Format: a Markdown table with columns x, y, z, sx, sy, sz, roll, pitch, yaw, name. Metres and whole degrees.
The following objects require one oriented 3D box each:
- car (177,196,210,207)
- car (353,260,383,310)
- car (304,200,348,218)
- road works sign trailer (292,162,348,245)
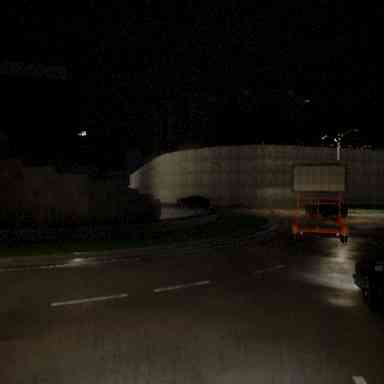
| x | y | z | sx | sy | sz | roll | pitch | yaw | name |
| --- | --- | --- | --- | --- | --- | --- | --- | --- | --- |
| 0.187 | 1.276 | 46.728 | 5.008 | 1.535 | 1.882 | 0 | 0 | 35 | car |
| 4.022 | 1.548 | 4.634 | 2.033 | 1.411 | 5.357 | 0 | 0 | 8 | car |
| 11.801 | 1.411 | 29.664 | 1.882 | 1.535 | 5.008 | 1 | 0 | -6 | car |
| 5.935 | 0.428 | 15.604 | 2.380 | 3.560 | 2.880 | 0 | 0 | 19 | road works sign trailer |
